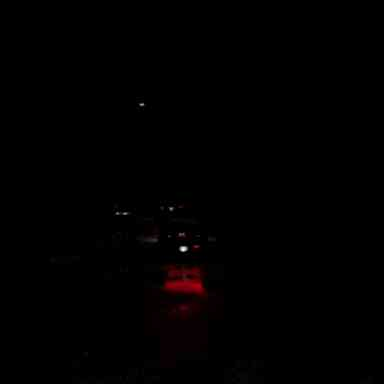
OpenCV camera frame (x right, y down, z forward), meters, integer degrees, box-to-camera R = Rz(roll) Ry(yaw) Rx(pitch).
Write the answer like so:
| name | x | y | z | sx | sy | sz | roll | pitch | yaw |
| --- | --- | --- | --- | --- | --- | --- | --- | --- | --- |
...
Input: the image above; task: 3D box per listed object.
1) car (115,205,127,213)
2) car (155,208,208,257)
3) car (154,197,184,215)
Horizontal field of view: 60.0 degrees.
| name | x | y | z | sx | sy | sz | roll | pitch | yaw |
| --- | --- | --- | --- | --- | --- | --- | --- | --- | --- |
| car | -13.486 | 3.284 | 63.139 | 1.837 | 1.490 | 4.892 | 1 | -3 | -18 |
| car | -0.452 | 1.677 | 13.741 | 1.837 | 1.490 | 4.892 | 0 | 0 | -4 |
| car | -1.947 | 1.507 | 27.832 | 2.150 | 2.045 | 5.566 | -2 | -2 | -9 |
